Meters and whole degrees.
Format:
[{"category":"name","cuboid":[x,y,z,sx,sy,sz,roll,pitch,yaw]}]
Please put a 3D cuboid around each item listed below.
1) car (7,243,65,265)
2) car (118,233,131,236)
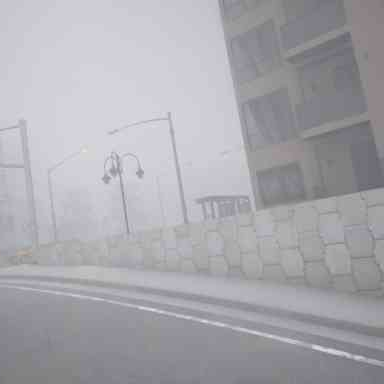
[{"category":"car","cuboid":[-13.693,5.362,29.559,1.882,1.535,5.008,-14,-8,35]},{"category":"car","cuboid":[-7.852,5.455,37.491,1.895,1.301,4.718,-14,-8,35]}]
